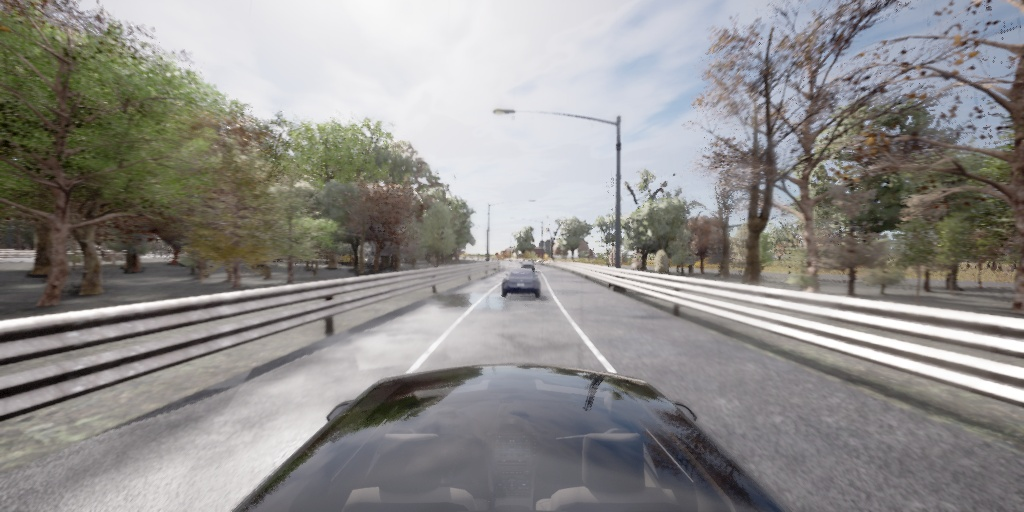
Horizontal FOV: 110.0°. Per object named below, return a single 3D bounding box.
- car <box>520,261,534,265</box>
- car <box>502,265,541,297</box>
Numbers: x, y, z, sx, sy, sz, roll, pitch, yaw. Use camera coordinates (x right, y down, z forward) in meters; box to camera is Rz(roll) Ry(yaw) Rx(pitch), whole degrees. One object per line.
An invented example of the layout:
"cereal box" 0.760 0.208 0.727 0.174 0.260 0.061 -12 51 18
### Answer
"car" 2.045 1.396 47.946 1.812 1.442 4.674 1 0 1
"car" 0.536 1.360 19.365 1.994 1.385 4.181 0 0 3
